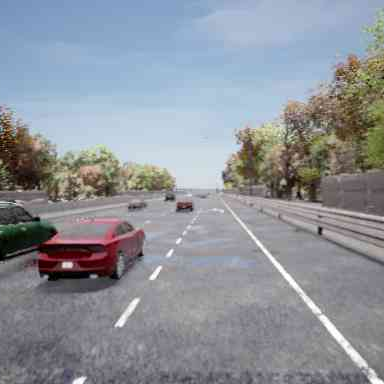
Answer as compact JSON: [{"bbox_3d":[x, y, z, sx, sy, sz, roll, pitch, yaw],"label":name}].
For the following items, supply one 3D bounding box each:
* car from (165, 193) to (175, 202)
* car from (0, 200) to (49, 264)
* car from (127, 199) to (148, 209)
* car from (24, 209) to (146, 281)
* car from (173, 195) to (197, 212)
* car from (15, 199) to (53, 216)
[{"bbox_3d":[-5.111,1.280,79.445,2.150,2.045,5.566,-1,0,4],"label":"car"},{"bbox_3d":[-6.228,1.359,10.242,2.150,2.045,5.566,-1,0,4],"label":"car"},{"bbox_3d":[-7.375,1.682,45.439,2.033,1.411,5.357,-1,0,4],"label":"car"},{"bbox_3d":[-2.717,1.533,10.152,1.882,1.535,5.008,-1,0,4],"label":"car"},{"bbox_3d":[-0.753,1.462,39.577,1.882,1.535,5.008,-1,0,4],"label":"car"},{"bbox_3d":[-18.390,1.751,38.980,2.097,1.767,4.553,-1,0,4],"label":"car"}]
